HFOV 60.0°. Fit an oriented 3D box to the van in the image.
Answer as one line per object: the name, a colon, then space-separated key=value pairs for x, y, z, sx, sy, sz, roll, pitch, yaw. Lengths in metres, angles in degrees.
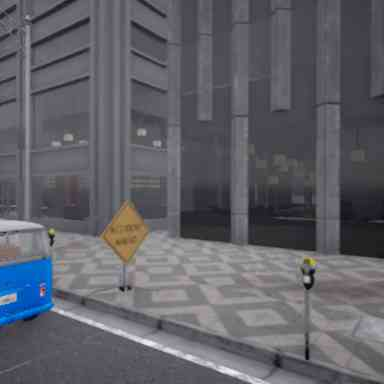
van: x=-4.207 y=1.339 z=5.959 sx=3.998 sy=1.788 sz=1.690 roll=0 pitch=0 yaw=35

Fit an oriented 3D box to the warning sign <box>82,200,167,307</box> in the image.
warning sign: x=-1.349 y=1.113 z=6.761 sx=1.060 sy=1.860 sz=1.300 roll=0 pitch=0 yaw=35
